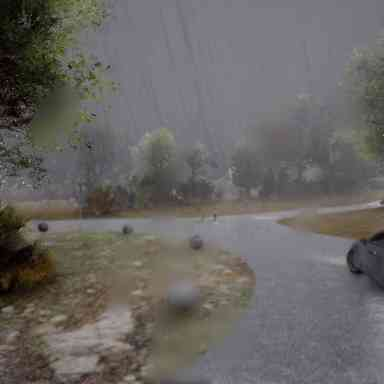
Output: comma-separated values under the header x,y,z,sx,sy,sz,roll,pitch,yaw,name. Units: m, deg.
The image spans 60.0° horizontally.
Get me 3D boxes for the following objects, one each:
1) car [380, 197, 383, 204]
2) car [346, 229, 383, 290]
x,y,z,sx,sy,sz,roll,pitch,yaw,name
35.075,1.497,59.352,1.895,1.301,4.718,-2,0,42,car
5.035,1.532,7.577,1.812,1.442,4.674,0,0,12,car
